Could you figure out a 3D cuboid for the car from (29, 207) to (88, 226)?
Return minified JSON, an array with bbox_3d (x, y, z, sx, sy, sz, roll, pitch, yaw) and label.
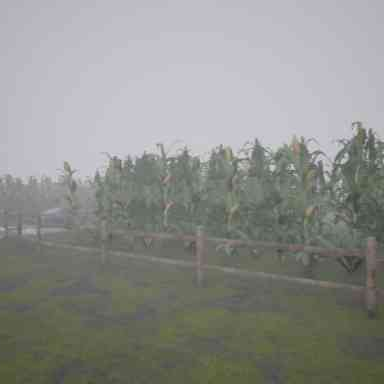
[{"bbox_3d":[-10.211,1.874,25.652,1.994,1.385,4.181,-1,-1,37],"label":"car"}]
